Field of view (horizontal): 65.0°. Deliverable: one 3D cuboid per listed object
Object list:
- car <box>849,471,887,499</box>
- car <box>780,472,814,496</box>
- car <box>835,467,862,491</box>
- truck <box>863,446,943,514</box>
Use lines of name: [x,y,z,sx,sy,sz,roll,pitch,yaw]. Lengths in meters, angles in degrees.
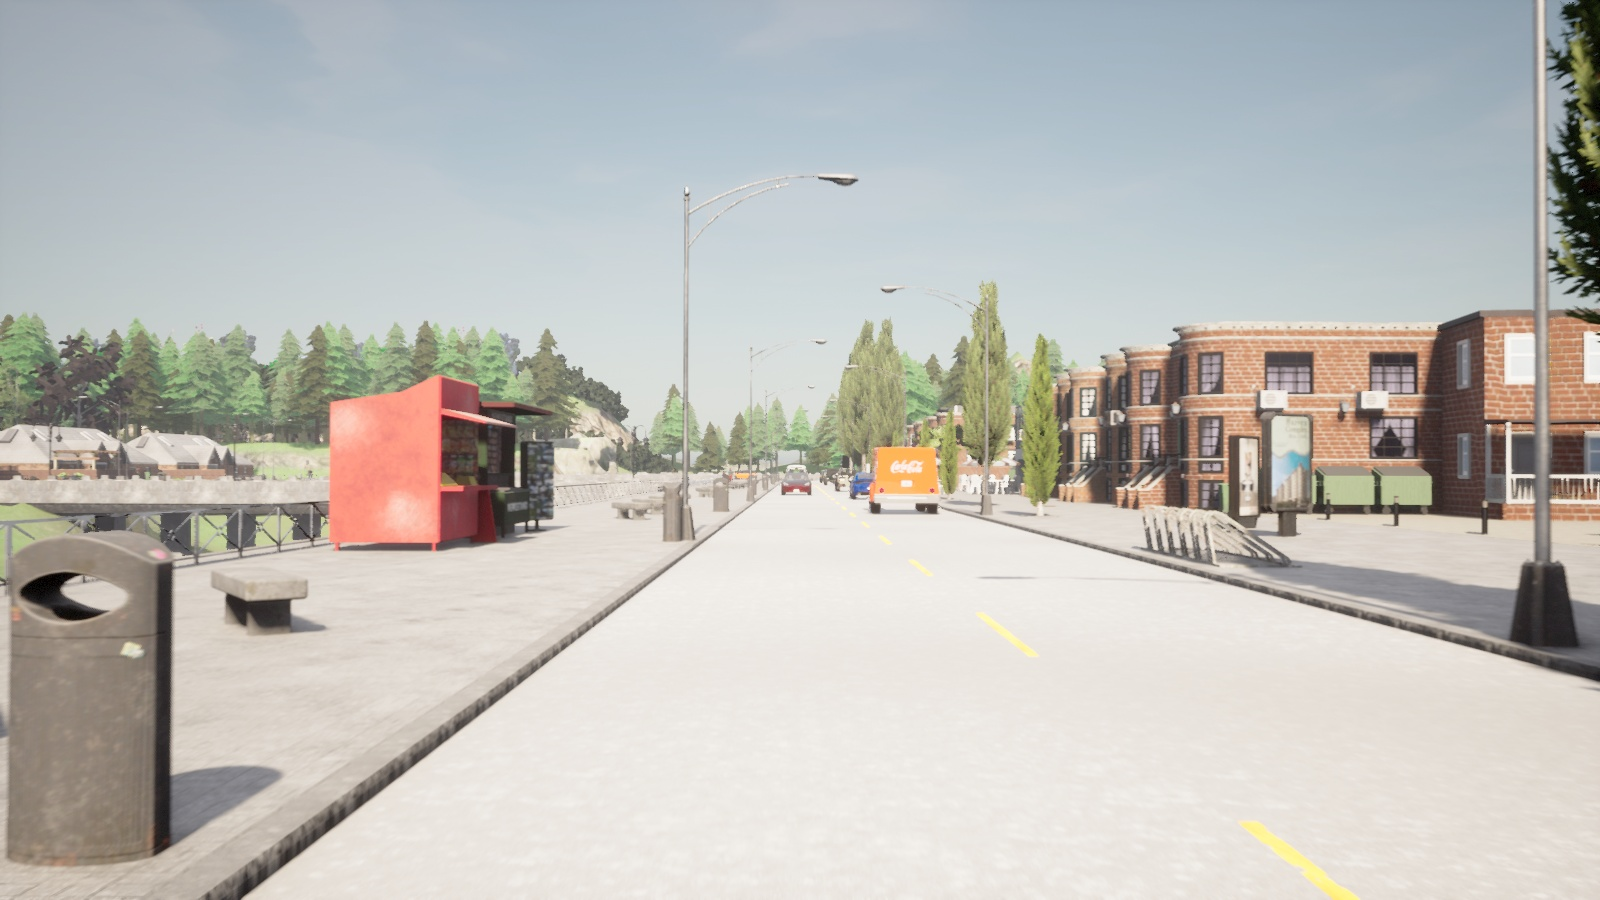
car: [3.815,1.970,71.243,1.882,1.535,5.008,0,-1,0]
car: [-0.210,2.177,81.336,2.163,1.488,4.792,0,-1,0]
car: [3.746,2.254,97.799,1.932,1.855,4.605,0,-1,0]
truck: [3.873,1.120,48.220,2.627,2.467,5.204,0,-1,0]
